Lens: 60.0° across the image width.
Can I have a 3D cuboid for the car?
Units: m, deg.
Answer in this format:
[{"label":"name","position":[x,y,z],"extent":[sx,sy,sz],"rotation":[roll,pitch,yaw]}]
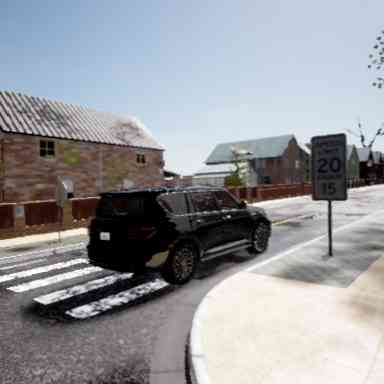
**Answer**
[{"label":"car","position":[-0.014,0.843,8.680],"extent":[2.150,2.045,5.566],"rotation":[-1,2,40]}]
